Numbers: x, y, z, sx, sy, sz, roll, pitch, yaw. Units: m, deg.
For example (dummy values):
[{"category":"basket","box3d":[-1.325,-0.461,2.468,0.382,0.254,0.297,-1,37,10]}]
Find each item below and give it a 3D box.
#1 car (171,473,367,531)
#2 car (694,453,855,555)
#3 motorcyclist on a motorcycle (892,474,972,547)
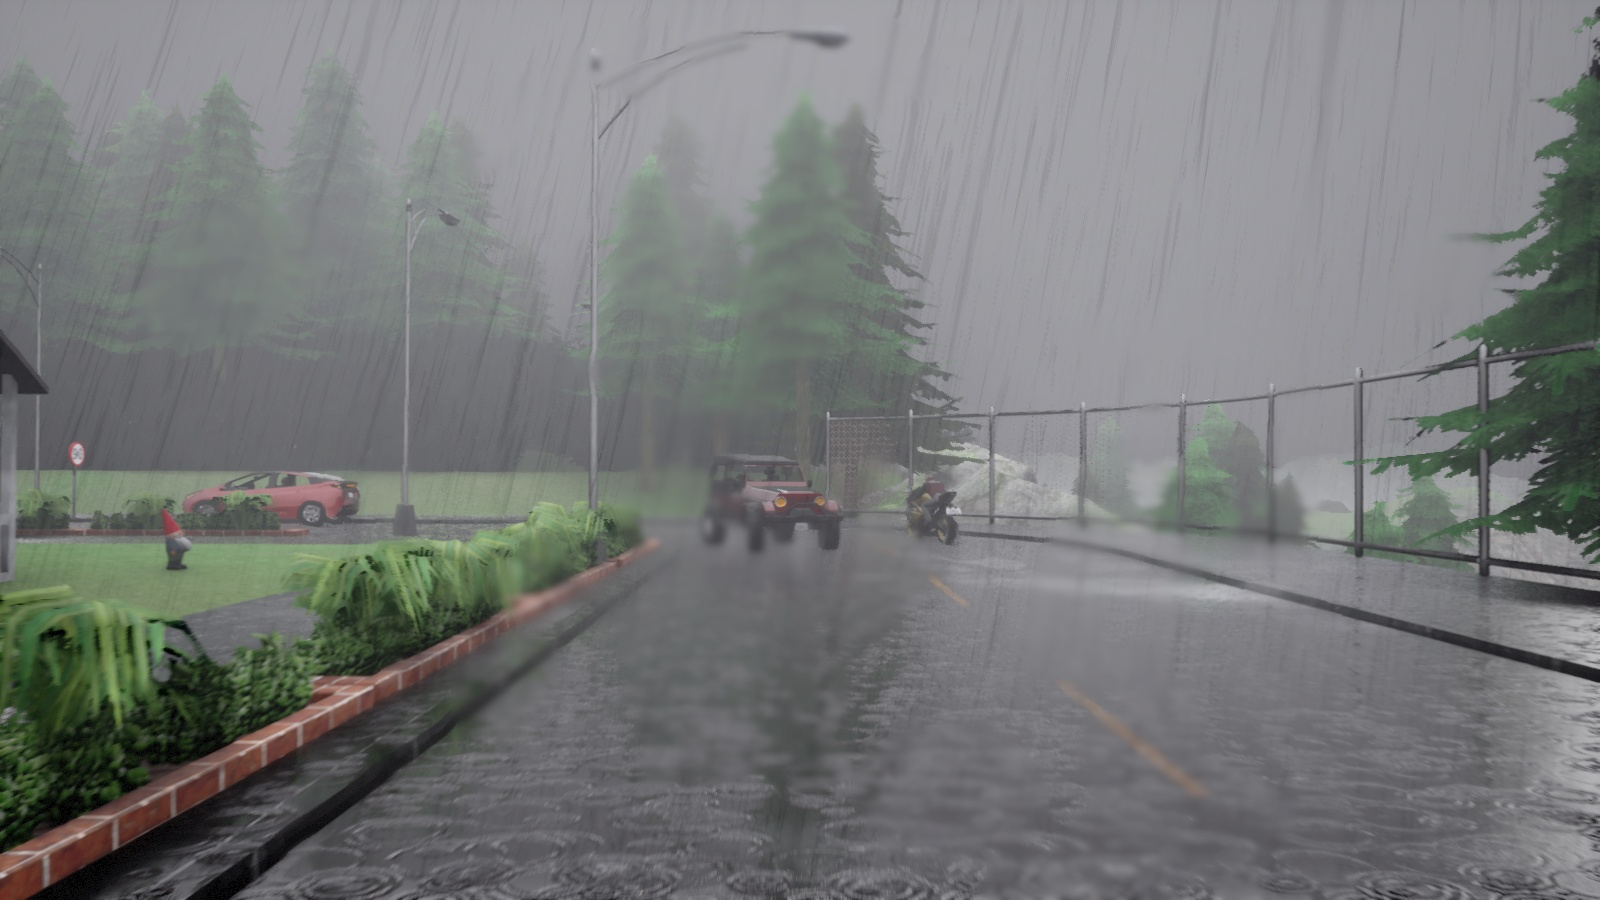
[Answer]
[{"category":"car","box3d":[-14.511,1.397,34.495,4.514,1.525,2.007,0,-1,0]},{"category":"car","box3d":[-0.603,1.037,25.280,1.905,1.878,3.866,1,-1,-23]},{"category":"motorcyclist on a motorcycle","box3d":[2.892,1.305,27.764,0.866,1.530,2.191,-1,-1,-19]}]
